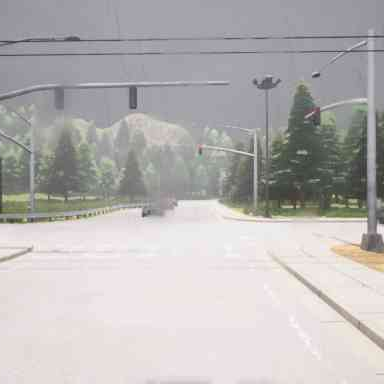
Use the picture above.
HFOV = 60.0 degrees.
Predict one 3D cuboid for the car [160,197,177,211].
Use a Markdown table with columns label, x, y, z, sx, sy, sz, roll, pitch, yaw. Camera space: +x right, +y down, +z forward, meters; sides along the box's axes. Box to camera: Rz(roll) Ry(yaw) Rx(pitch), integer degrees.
| label | x | y | z | sx | sy | sz | roll | pitch | yaw |
| --- | --- | --- | --- | --- | --- | --- | --- | --- | --- |
| car | -3.506 | 1.483 | 43.633 | 2.097 | 1.767 | 4.553 | 0 | 0 | 0 |

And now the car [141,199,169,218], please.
| label | x | y | z | sx | sy | sz | roll | pitch | yaw |
| --- | --- | --- | --- | --- | --- | --- | --- | --- | --- |
| car | -3.543 | 1.664 | 31.224 | 1.994 | 1.385 | 4.181 | 0 | 0 | 0 |

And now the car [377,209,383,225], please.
| label | x | y | z | sx | sy | sz | roll | pitch | yaw |
| --- | --- | --- | --- | --- | --- | --- | --- | --- | --- |
| car | 14.623 | 1.362 | 22.123 | 4.553 | 1.767 | 2.097 | 0 | 0 | 1 |
